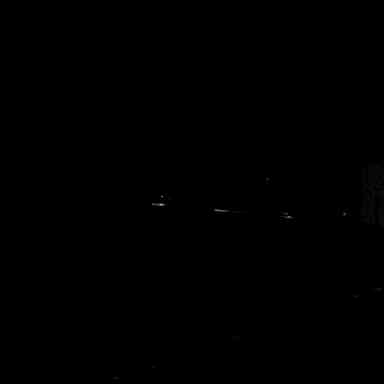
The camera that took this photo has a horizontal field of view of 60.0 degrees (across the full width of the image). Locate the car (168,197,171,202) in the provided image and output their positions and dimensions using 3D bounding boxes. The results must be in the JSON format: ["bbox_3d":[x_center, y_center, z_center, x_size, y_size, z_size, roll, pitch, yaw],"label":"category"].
[{"bbox_3d":[-5.197,0.888,51.332,1.895,1.301,4.718,1,1,-35],"label":"car"}]

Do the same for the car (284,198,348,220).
[{"bbox_3d":[9.286,1.234,25.280,2.128,1.511,4.902,1,1,-35],"label":"car"}]

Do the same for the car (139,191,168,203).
[{"bbox_3d":[-5.832,0.664,47.121,2.097,1.767,4.553,1,1,-34],"label":"car"}]

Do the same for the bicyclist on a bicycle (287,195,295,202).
[{"bbox_3d":[10.252,1.125,34.365,1.656,1.620,0.582,0,1,-35],"label":"bicyclist on a bicycle"}]

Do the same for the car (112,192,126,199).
[{"bbox_3d":[-13.901,0.605,63.914,1.994,1.385,4.181,1,1,-35],"label":"car"}]

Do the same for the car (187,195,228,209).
[{"bbox_3d":[1.565,1.071,36.407,2.033,1.411,5.357,1,1,-35],"label":"car"}]
